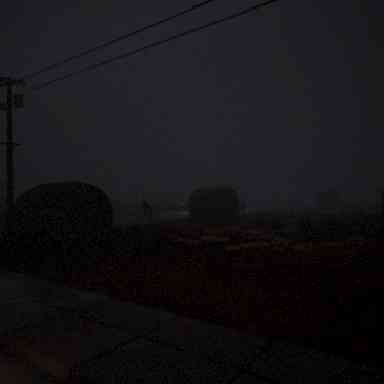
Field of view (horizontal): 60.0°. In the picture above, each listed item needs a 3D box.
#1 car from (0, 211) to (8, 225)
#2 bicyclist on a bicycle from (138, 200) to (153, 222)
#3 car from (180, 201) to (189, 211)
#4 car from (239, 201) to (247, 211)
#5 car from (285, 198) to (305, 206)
[{"bbox_3d":[-12.385,1.671,25.419,1.837,1.490,4.892,-1,0,38],"label":"car"},{"bbox_3d":[-3.451,1.404,24.655,1.656,1.620,0.582,-1,-1,38],"label":"bicyclist on a bicycle"},{"bbox_3d":[0.566,1.510,41.774,2.097,1.767,4.553,-1,0,39],"label":"car"},{"bbox_3d":[5.215,1.691,41.699,1.994,1.385,4.181,-1,0,38],"label":"car"},{"bbox_3d":[18.013,1.720,57.887,1.895,1.301,4.718,-1,0,38],"label":"car"}]
